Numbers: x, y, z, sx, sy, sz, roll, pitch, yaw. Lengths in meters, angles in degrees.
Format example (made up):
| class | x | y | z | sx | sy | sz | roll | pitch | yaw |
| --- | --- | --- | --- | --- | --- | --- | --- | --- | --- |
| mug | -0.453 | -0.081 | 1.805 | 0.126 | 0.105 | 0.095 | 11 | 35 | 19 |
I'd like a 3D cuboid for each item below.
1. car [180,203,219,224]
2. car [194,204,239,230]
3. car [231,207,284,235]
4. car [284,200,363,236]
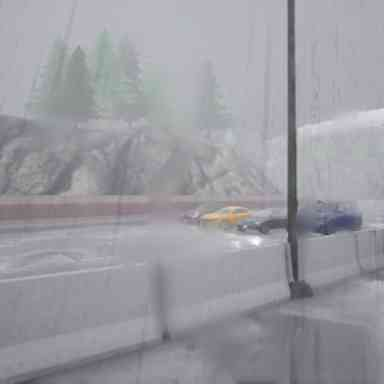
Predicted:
| class | x | y | z | sx | sy | sz | roll | pitch | yaw |
| --- | --- | --- | --- | --- | --- | --- | --- | --- | --- |
| car | 1.185 | 1.747 | 27.396 | 4.553 | 1.767 | 2.097 | 0 | -1 | -43 |
| car | 2.805 | 1.824 | 24.170 | 5.008 | 1.535 | 1.882 | 1 | -1 | -42 |
| car | 4.912 | 1.826 | 21.368 | 4.674 | 1.442 | 1.812 | 1 | -1 | -41 |
| car | 7.970 | 1.485 | 19.386 | 5.566 | 2.045 | 2.150 | 1 | -1 | -42 |
